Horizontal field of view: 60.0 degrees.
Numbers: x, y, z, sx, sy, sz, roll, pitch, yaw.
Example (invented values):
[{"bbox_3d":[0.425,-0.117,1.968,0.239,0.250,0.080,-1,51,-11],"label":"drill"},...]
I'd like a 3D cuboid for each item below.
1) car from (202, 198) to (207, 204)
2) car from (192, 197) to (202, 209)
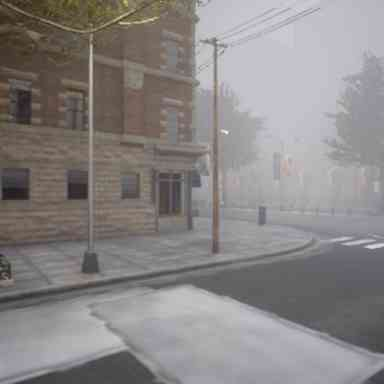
[{"bbox_3d":[0.987,1.766,68.509,1.895,1.301,4.718,0,0,-35],"label":"car"},{"bbox_3d":[-1.461,1.339,46.093,2.150,2.045,5.566,0,0,-35],"label":"car"}]
